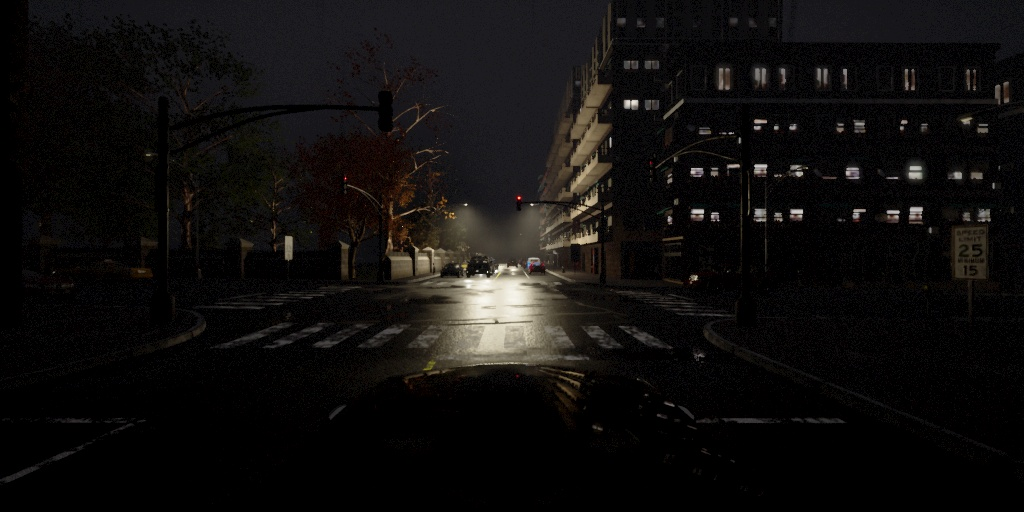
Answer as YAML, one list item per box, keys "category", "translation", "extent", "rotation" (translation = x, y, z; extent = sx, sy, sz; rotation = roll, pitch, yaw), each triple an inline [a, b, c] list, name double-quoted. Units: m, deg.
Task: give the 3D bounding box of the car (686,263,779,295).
- category: "car"
  translation: [13.476, 1.353, 21.966]
  extent: [5.009, 1.841, 2.192]
  rotation: [0, 0, 0]

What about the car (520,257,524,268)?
- category: "car"
  translation: [2.764, 1.230, 56.842]
  extent: [1.967, 1.591, 4.097]
  rotation: [0, 0, 0]

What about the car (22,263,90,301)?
- category: "car"
  translation: [-18.947, 1.007, 13.319]
  extent: [4.207, 1.307, 1.802]
  rotation: [0, 0, 0]

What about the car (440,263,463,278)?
- category: "car"
  translation: [-5.647, 1.330, 34.332]
  extent: [1.948, 1.339, 4.313]
  rotation: [0, 0, 0]

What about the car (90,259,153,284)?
- category: "car"
  translation: [-24.717, 0.883, 21.652]
  extent: [4.829, 1.417, 1.751]
  rotation: [0, 0, 0]

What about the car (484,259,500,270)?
- category: "car"
  translation: [-3.019, 1.279, 54.970]
  extent: [2.128, 1.511, 4.902]
  rotation: [0, 0, 0]

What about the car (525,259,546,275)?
- category: "car"
  translation: [2.741, 1.314, 39.951]
  extent: [1.888, 1.381, 4.507]
  rotation: [0, 0, 0]

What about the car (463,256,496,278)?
- category: "car"
  translation: [-3.042, 0.986, 34.620]
  extent: [2.150, 2.045, 5.566]
  rotation: [0, 0, 1]

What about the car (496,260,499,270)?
- category: "car"
  translation: [-3.040, 1.322, 44.871]
  extent: [2.033, 1.411, 5.357]
  rotation: [0, 0, 0]

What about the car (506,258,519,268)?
- category: "car"
  translation: [0.080, 1.304, 62.625]
  extent: [1.837, 1.490, 4.892]
  rotation: [0, 0, 0]

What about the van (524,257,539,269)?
- category: "van"
  translation: [2.749, 1.116, 45.581]
  extent: [1.690, 1.789, 3.998]
  rotation: [0, 0, 0]
